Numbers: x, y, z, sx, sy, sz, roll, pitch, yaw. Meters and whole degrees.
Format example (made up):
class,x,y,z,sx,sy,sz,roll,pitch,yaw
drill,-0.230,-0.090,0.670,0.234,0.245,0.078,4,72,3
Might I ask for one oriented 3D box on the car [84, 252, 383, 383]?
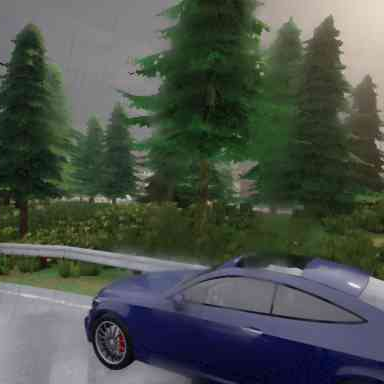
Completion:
class,x,y,z,sx,sy,sz,roll,pitch,yaw
car,0.779,1.499,4.083,4.674,1.442,1.812,1,1,31
